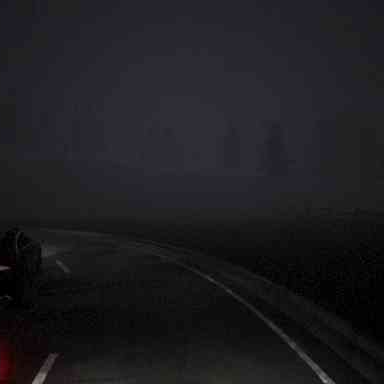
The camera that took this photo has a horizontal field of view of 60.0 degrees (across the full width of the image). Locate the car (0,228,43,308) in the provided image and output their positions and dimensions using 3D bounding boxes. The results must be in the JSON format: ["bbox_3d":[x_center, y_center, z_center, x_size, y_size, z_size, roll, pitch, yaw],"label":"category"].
[{"bbox_3d":[-4.730,1.593,7.840,2.128,1.511,4.902,1,-1,-19],"label":"car"}]
